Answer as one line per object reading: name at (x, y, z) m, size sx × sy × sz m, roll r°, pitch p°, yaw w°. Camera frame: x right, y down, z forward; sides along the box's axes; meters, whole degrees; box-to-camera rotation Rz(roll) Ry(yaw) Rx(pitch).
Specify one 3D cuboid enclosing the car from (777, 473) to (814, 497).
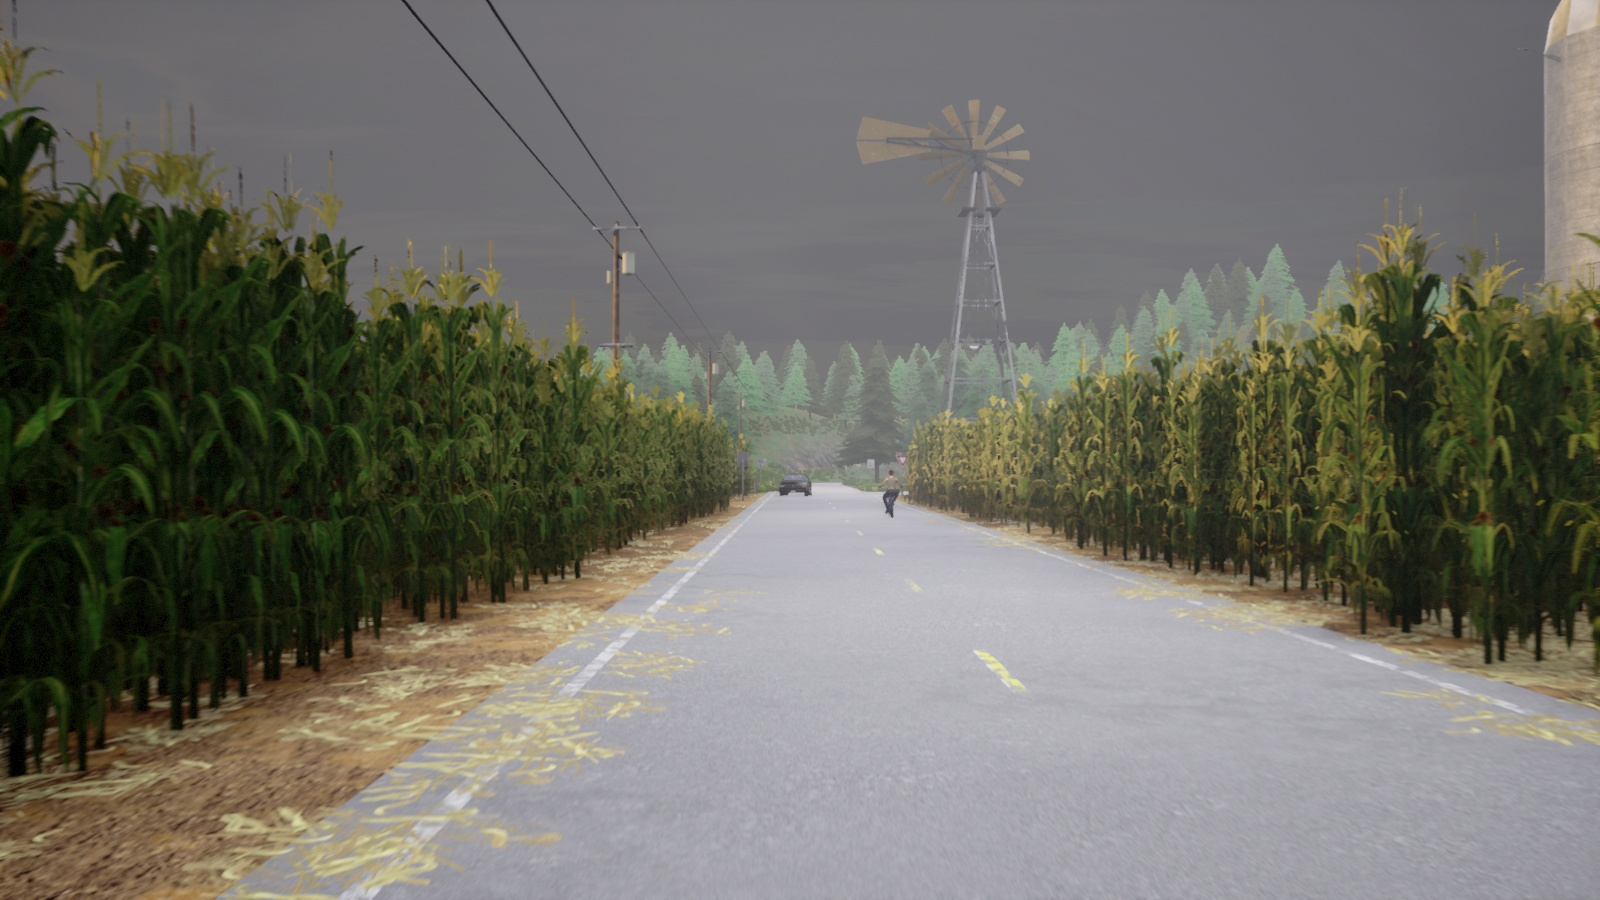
car at (-0.233, 2.194, 79.486) m, size 2.033 × 1.411 × 5.357 m, roll 0°, pitch -1°, yaw 3°

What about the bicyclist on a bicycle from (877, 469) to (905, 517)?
bicyclist on a bicycle at (3.097, 1.455, 42.802) m, size 0.866 × 1.612 × 1.509 m, roll 0°, pitch -1°, yaw 0°
